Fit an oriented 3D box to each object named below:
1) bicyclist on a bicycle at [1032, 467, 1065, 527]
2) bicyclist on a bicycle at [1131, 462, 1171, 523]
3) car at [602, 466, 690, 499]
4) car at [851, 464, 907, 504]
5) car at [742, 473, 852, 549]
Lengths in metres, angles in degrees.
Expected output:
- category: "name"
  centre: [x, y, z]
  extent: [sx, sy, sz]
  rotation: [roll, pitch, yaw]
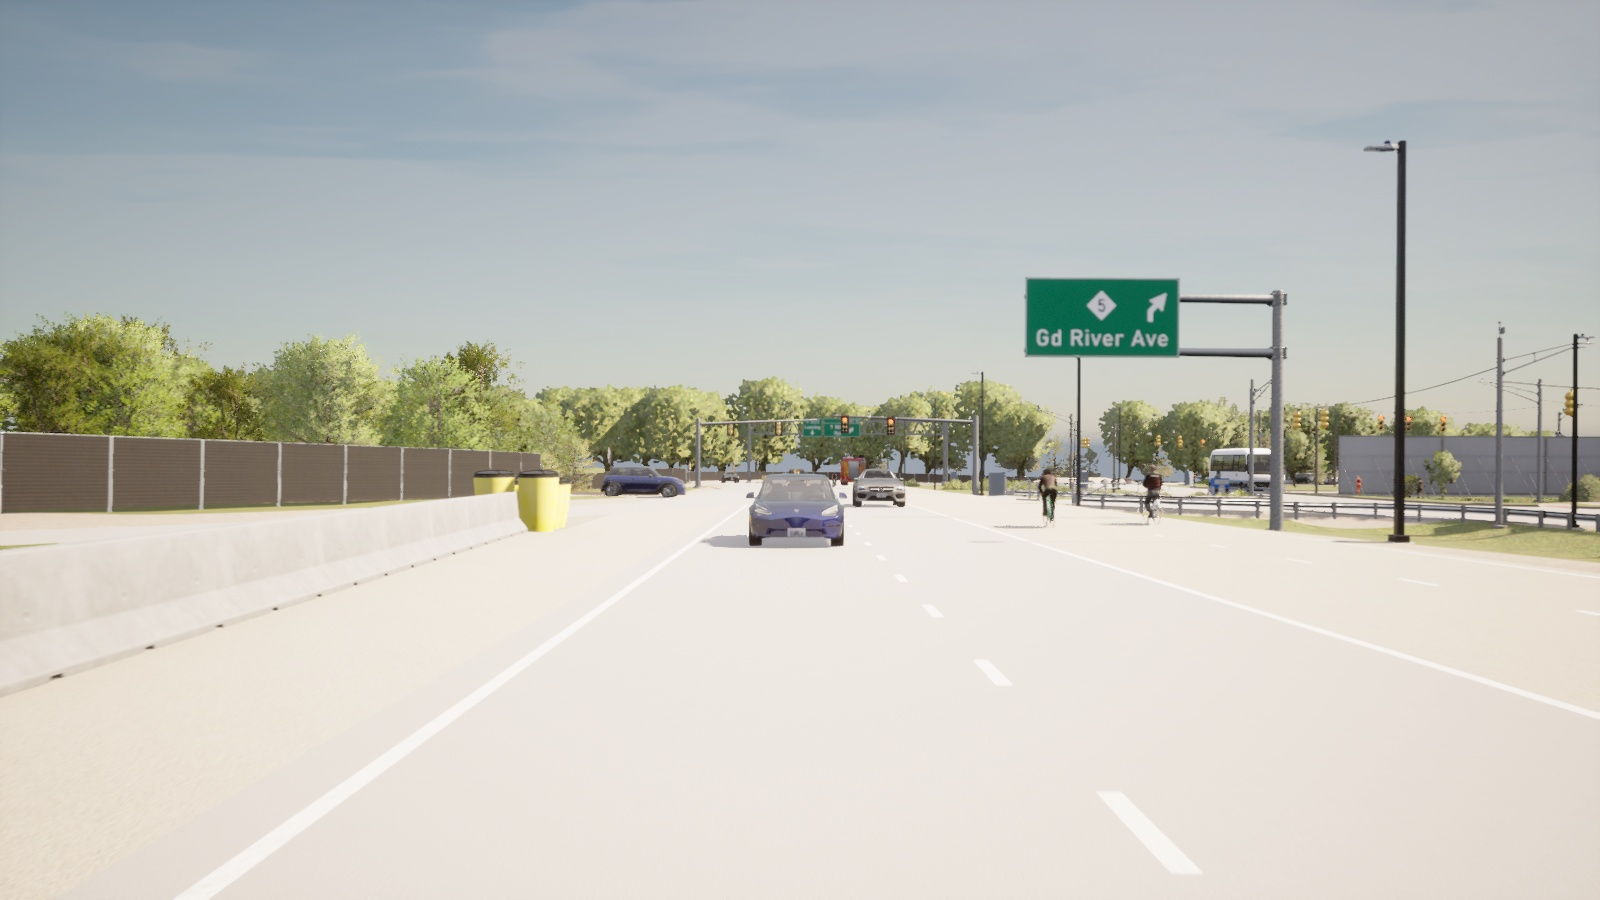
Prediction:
- category: "bicyclist on a bicycle"
  centre: [6.918, 1.302, 35.042]
  extent: [0.582, 1.620, 1.656]
  rotation: [0, -1, 0]
- category: "bicyclist on a bicycle"
  centre: [10.412, 1.241, 37.328]
  extent: [0.659, 1.776, 1.843]
  rotation: [0, -1, 0]
- category: "car"
  centre: [-8.329, 1.764, 68.169]
  extent: [4.553, 1.767, 2.097]
  rotation: [0, 0, 0]
- category: "car"
  centre: [3.396, 1.454, 54.624]
  extent: [2.152, 1.651, 5.027]
  rotation: [0, -1, 0]
- category: "car"
  centre: [-0.063, 1.254, 27.214]
  extent: [2.163, 1.488, 4.792]
  rotation: [0, -1, 0]
